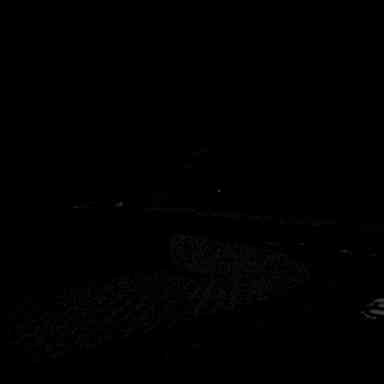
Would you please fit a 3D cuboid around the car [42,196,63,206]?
[{"bbox_3d":[-19.473,1.277,46.327,1.837,1.490,4.892,-3,2,-36],"label":"car"}]
